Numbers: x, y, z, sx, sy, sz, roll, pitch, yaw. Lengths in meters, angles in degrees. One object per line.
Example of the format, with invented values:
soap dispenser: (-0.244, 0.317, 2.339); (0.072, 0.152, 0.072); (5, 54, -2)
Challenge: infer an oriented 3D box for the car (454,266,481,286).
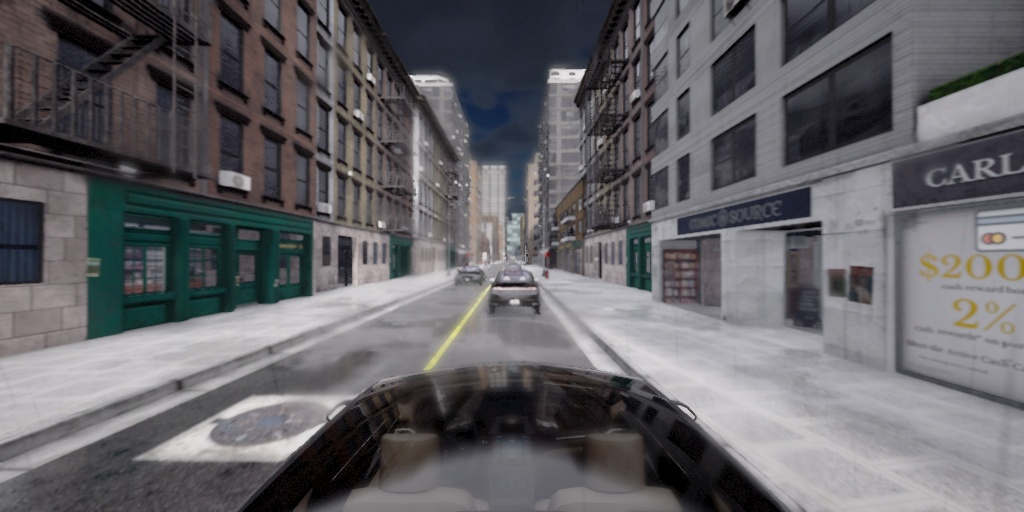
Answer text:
car: (-2.996, 1.427, 26.300); (1.994, 1.385, 4.181); (0, 0, 0)

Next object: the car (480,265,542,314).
car: (0.104, 1.293, 14.015); (2.128, 1.511, 4.902); (0, 0, 0)
